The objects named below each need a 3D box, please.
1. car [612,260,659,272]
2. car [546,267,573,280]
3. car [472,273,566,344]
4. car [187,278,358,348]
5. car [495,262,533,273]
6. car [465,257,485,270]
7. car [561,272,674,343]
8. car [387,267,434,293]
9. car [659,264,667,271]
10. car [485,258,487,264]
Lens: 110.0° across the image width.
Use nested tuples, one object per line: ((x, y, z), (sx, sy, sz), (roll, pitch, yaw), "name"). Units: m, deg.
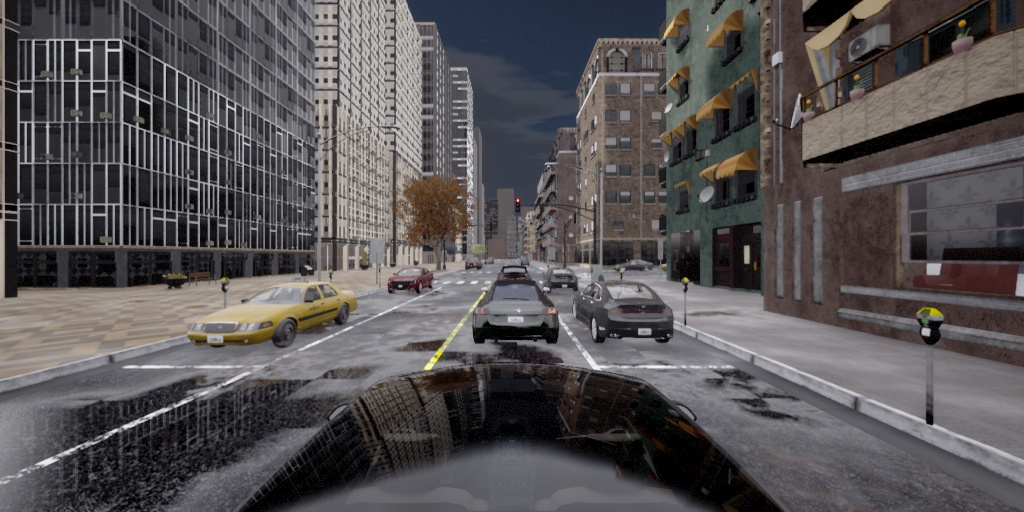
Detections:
((13.444, 1.099, 39.929), (4.403, 1.370, 2.007), (0, 0, -1), "car")
((2.693, 1.300, 20.516), (2.007, 1.370, 4.403), (0, 0, 0), "car")
((0.089, 1.313, 9.598), (1.994, 1.385, 4.181), (0, 0, 0), "car")
((-5.690, 1.274, 9.283), (1.751, 1.417, 4.829), (0, 0, 0), "car")
((0.109, 1.254, 19.647), (1.837, 1.490, 4.892), (0, 0, -1), "car")
((-5.679, 1.086, 52.906), (2.192, 1.841, 5.009), (0, 0, 0), "car")
((2.691, 1.299, 9.450), (2.007, 1.370, 4.403), (0, 0, 0), "car")
((-5.687, 1.295, 20.518), (1.888, 1.381, 4.507), (0, 0, 0), "car")
((18.841, 0.996, 39.983), (4.829, 1.417, 1.751), (0, 0, -1), "car")
((-5.677, 1.342, 58.429), (1.948, 1.339, 4.313), (0, 0, 0), "car")
